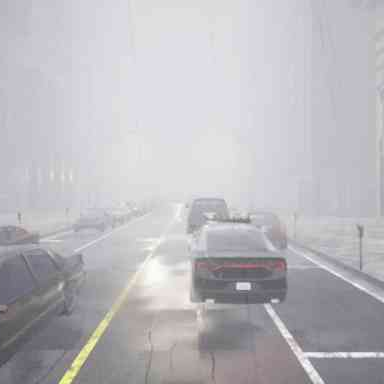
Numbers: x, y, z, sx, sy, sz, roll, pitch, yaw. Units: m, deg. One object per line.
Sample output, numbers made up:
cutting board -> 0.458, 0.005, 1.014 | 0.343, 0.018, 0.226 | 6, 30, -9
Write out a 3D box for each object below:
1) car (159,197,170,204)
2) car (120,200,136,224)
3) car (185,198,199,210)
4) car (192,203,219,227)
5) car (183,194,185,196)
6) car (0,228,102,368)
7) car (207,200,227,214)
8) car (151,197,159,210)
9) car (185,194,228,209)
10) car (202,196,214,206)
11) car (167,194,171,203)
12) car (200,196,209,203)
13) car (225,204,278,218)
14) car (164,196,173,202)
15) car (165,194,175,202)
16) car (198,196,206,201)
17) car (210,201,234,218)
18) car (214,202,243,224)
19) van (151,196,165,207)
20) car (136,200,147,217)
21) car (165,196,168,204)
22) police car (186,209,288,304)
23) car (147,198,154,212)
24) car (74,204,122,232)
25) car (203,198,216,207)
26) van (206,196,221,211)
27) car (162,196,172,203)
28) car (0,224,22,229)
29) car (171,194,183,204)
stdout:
car -> -5.787, 1.748, 70.601 | 1.947, 1.339, 4.313 | 0, 0, 0
car -> -5.769, 1.591, 25.617 | 1.752, 1.417, 4.829 | 0, 0, 0
car -> 0.021, 1.645, 46.594 | 1.812, 1.442, 4.674 | 0, 0, 0
car -> 0.891, 1.588, 24.274 | 1.812, 1.442, 4.674 | 0, 0, 0
car -> -0.024, 1.384, 62.972 | 2.150, 2.045, 5.566 | 0, 0, 0
car -> -3.103, 1.560, 4.797 | 2.033, 1.411, 5.357 | 0, 0, 0
car -> 2.751, 1.639, 37.002 | 1.887, 1.381, 4.507 | 0, 0, 0
car -> -5.776, 1.654, 42.593 | 1.887, 1.381, 4.507 | 0, 0, 0
car -> 0.814, 1.270, 18.296 | 2.150, 2.045, 5.566 | 0, 0, -1
car -> 2.743, 1.593, 59.411 | 1.967, 1.590, 4.097 | 0, 0, 0
car -> -5.784, 1.607, 65.000 | 1.967, 1.590, 4.097 | 0, 0, 0
car -> 2.736, 1.742, 76.217 | 1.887, 1.381, 4.507 | 0, 0, 0
car -> 2.760, 1.477, 14.594 | 1.967, 1.590, 4.097 | 0, 0, 0
car -> -5.791, 1.777, 81.804 | 1.947, 1.339, 4.313 | 0, 0, 0
car -> -5.792, 1.542, 87.407 | 2.192, 1.841, 5.009 | 0, 0, 0
car -> 2.730, 1.808, 93.024 | 1.947, 1.339, 4.313 | 0, 0, 0
car -> 2.754, 1.625, 31.401 | 1.887, 1.381, 4.507 | 0, 0, 0
car -> 2.756, 1.591, 25.968 | 1.752, 1.417, 4.829 | 0, 0, 0
van -> -5.780, 1.479, 53.797 | 1.690, 1.788, 3.998 | 0, 0, 0
car -> -5.771, 1.520, 31.389 | 1.967, 1.590, 4.097 | 0, 0, 0
car -> -5.783, 1.735, 59.397 | 1.802, 1.307, 4.206 | 0, 0, 0
police car -> 0.897, 1.447, 8.384 | 1.930, 1.638, 5.238 | 0, 0, 0
car -> -5.774, 1.639, 36.990 | 1.887, 1.381, 4.507 | 0, 0, 0
car -> -5.768, 1.633, 20.185 | 1.802, 1.307, 4.206 | 0, 0, 0
car -> 2.745, 1.683, 53.809 | 1.887, 1.381, 4.507 | 0, 0, 0
van -> 2.750, 1.450, 42.605 | 1.690, 1.788, 3.998 | 0, 0, 0
car -> -5.789, 1.637, 76.203 | 1.967, 1.590, 4.097 | 0, 0, 0
car -> -5.763, 1.567, 8.982 | 1.887, 1.381, 4.507 | 0, 0, 0
car -> -3.027, 1.674, 70.699 | 2.128, 1.511, 4.902 | 0, 0, 0
